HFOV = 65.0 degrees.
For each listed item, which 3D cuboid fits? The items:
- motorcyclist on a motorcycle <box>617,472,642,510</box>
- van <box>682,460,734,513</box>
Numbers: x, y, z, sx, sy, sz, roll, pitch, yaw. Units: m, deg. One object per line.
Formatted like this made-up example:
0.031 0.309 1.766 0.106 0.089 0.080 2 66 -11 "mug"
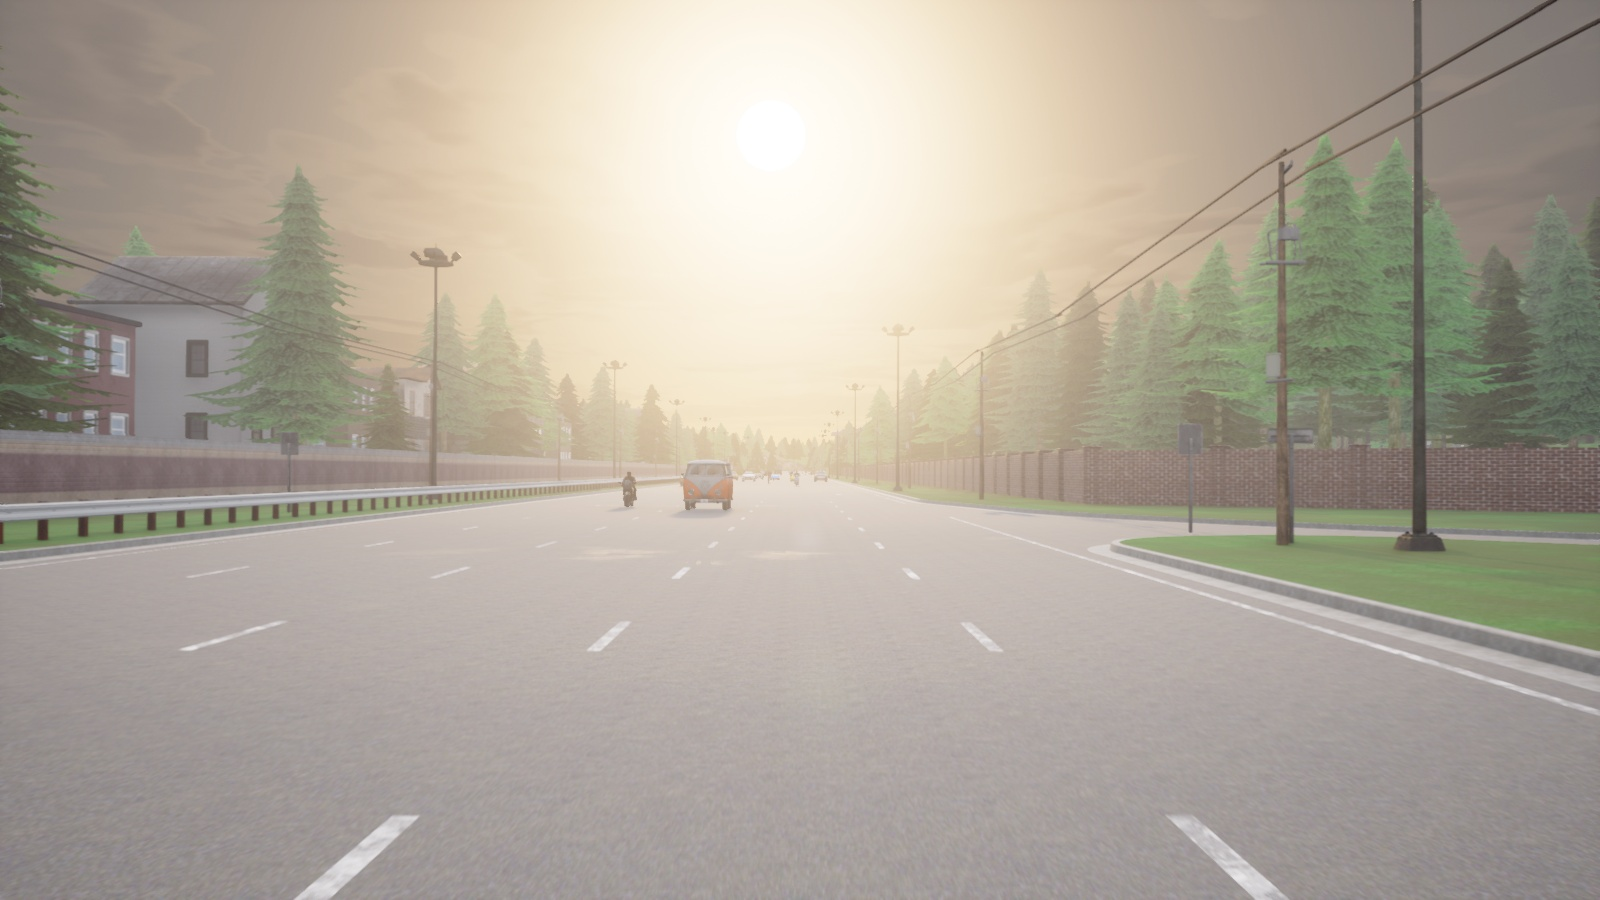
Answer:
-7.126 1.704 52.513 0.797 1.523 2.044 0 -1 0 "motorcyclist on a motorcycle"
-3.621 1.417 49.976 1.775 1.987 4.442 0 -1 0 "van"
